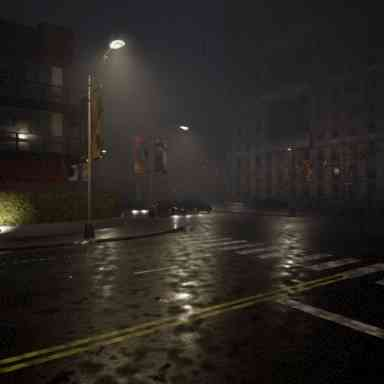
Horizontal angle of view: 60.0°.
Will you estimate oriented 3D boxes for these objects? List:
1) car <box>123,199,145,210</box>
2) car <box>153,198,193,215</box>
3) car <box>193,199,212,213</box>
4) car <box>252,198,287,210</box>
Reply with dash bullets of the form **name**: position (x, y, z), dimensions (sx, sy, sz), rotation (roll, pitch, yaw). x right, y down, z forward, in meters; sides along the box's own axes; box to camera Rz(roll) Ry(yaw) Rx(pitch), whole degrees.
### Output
- **car**: position (-7.570, 1.564, 42.251), dimensions (1.994, 1.385, 4.181), rotation (0, 0, -35)
- **car**: position (-2.295, 1.505, 34.663), dimensions (1.837, 1.490, 4.892), rotation (0, 0, -35)
- **car**: position (0.228, 1.478, 37.165), dimensions (1.882, 1.535, 5.008), rotation (0, 0, -35)
- **car**: position (10.048, 1.477, 43.521), dimensions (1.882, 1.535, 5.008), rotation (0, 0, -35)
